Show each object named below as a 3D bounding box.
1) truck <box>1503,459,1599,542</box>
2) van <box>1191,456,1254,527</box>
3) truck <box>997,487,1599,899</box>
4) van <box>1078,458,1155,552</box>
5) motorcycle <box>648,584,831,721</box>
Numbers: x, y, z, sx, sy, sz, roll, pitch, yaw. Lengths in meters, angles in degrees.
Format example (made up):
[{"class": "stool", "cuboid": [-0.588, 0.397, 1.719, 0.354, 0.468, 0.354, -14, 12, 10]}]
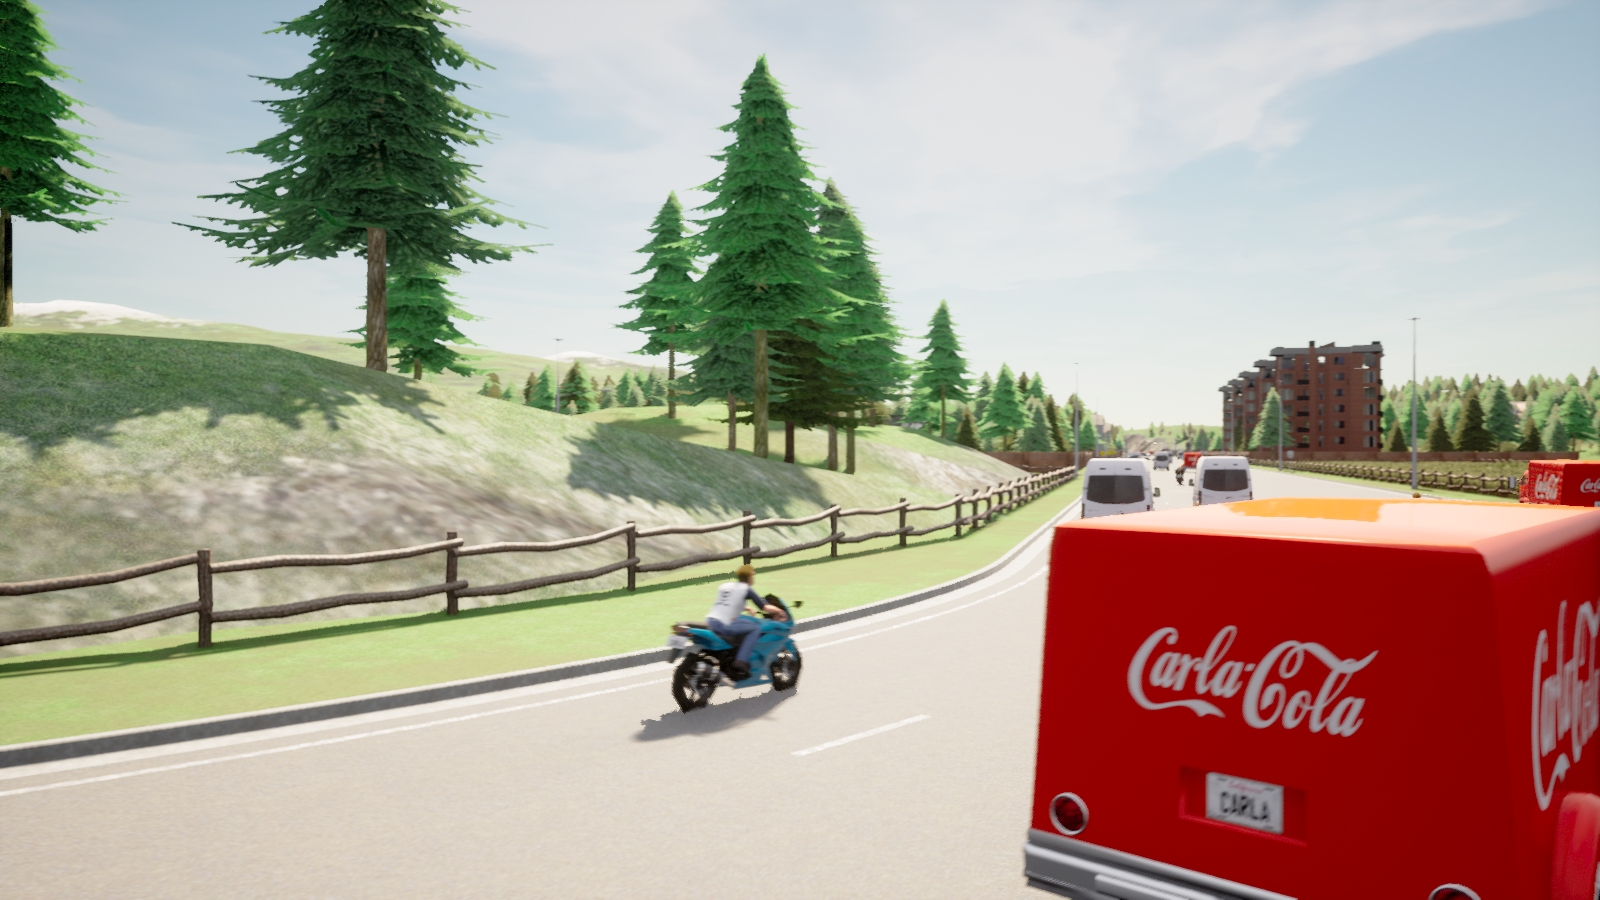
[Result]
[{"class": "truck", "cuboid": [25.334, 1.575, 37.473, 2.627, 2.467, 5.204, 0, 0, 17]}, {"class": "van", "cuboid": [16.540, 1.544, 44.918, 1.988, 2.561, 5.915, 0, 0, 17]}, {"class": "truck", "cuboid": [3.815, 1.570, 7.298, 2.627, 2.467, 5.204, 1, 0, 43]}, {"class": "van", "cuboid": [9.746, 1.543, 34.828, 1.988, 2.561, 5.915, 0, 0, 18]}, {"class": "motorcycle", "cuboid": [-0.640, 2.189, 12.693, 0.803, 1.199, 2.033, -2, -2, 43]}]
